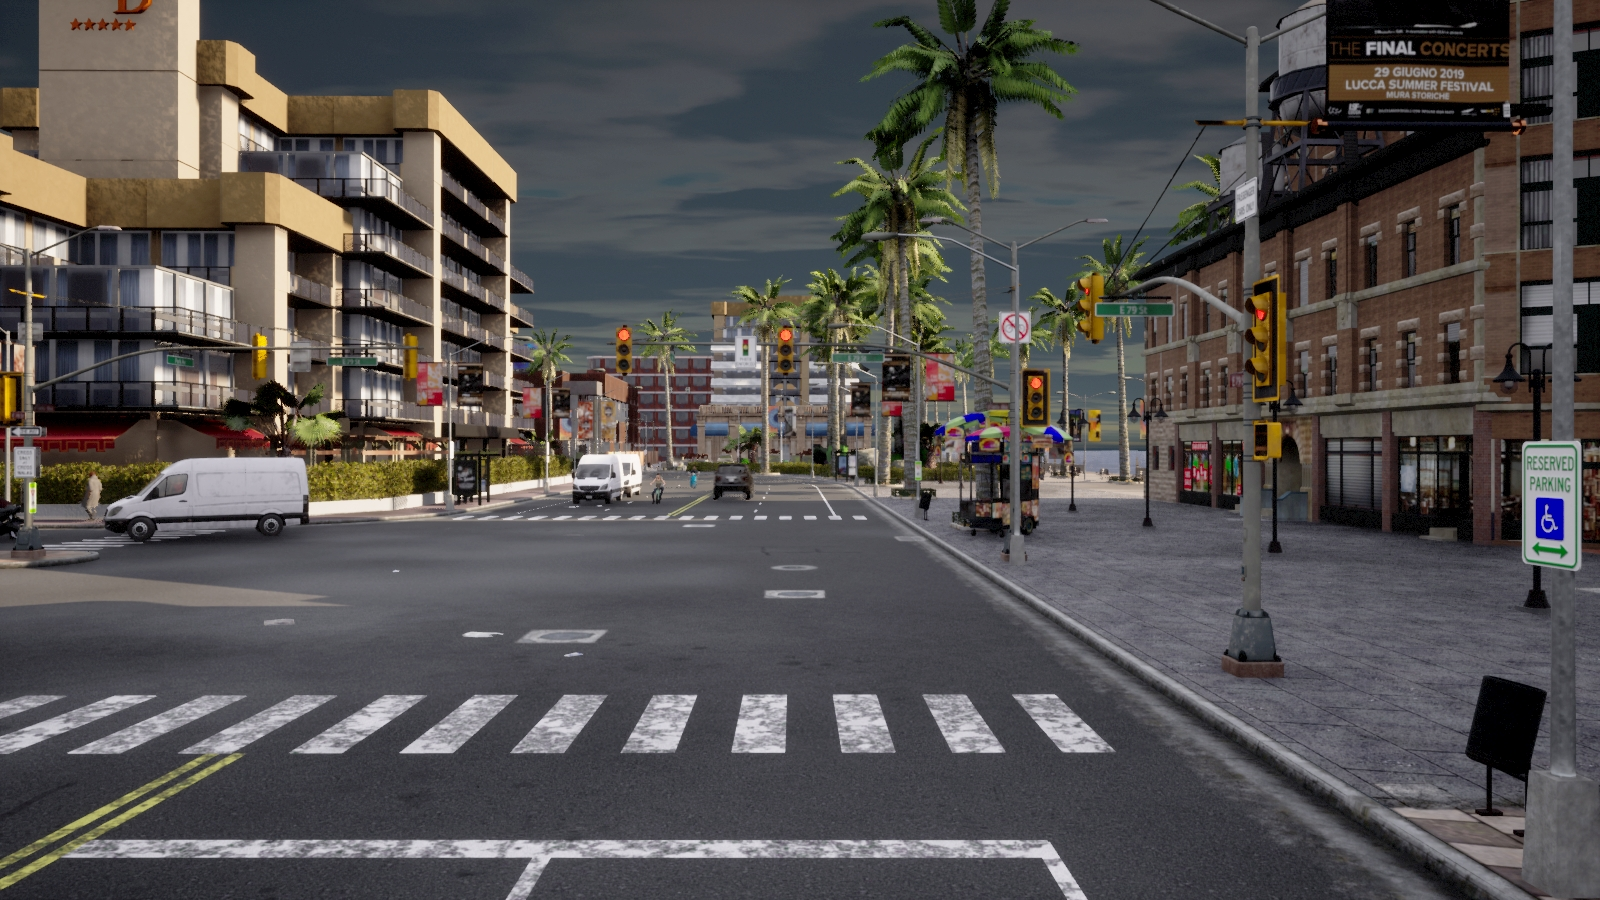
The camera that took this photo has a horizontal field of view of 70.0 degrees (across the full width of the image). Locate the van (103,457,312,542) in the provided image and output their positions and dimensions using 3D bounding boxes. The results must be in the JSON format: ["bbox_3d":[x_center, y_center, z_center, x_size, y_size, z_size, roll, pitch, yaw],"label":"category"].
[{"bbox_3d":[-19.174,1.534,37.135,5.915,2.561,1.988,0,0,-30],"label":"van"}]

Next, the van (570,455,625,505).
[{"bbox_3d":[-10.828,1.534,61.502,1.988,2.561,5.915,0,0,0],"label":"van"}]

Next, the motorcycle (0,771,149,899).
[{"bbox_3d":[-3.736,2.213,4.820,0.803,1.145,2.033,0,0,1],"label":"motorcycle"}]

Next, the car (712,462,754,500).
[{"bbox_3d":[-3.895,1.779,66.914,2.150,2.045,5.566,0,0,0],"label":"car"}]

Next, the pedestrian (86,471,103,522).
[{"bbox_3d":[-25.987,1.696,42.104,0.375,1.860,0.375,0,0,14],"label":"pedestrian"}]

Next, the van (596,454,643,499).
[{"bbox_3d":[-10.879,1.534,69.162,1.988,2.561,5.915,0,0,-1],"label":"van"}]

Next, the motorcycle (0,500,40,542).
[{"bbox_3d":[-25.137,2.205,35.668,2.209,1.251,0.867,0,0,-4],"label":"motorcycle"}]
